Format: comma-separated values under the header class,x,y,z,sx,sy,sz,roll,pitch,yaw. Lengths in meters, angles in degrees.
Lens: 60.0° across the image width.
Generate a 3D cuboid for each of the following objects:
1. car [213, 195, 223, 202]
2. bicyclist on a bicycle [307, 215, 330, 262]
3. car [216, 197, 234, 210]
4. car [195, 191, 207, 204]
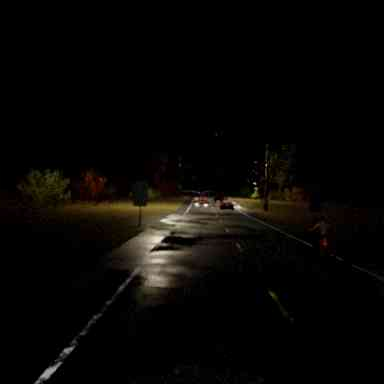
class,x,y,z,sx,sy,sz,roll,pitch,yaw
car,5.481,1.310,68.404,1.837,1.490,4.892,2,1,2
bicyclist on a bicycle,4.704,1.656,12.204,0.866,1.612,1.509,2,0,2
car,4.952,1.824,48.499,1.994,1.385,4.181,2,1,2
car,1.739,1.218,61.752,2.097,1.767,4.553,2,1,2
